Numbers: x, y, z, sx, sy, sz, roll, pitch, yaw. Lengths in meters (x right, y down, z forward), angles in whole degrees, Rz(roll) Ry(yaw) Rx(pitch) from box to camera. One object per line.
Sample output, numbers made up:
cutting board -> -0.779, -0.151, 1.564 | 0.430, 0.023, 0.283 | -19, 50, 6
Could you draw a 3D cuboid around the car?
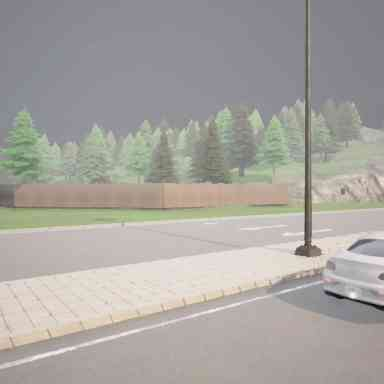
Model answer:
car -> 4.648, 1.526, 7.063 | 4.674, 1.442, 1.812 | 0, 0, -35
